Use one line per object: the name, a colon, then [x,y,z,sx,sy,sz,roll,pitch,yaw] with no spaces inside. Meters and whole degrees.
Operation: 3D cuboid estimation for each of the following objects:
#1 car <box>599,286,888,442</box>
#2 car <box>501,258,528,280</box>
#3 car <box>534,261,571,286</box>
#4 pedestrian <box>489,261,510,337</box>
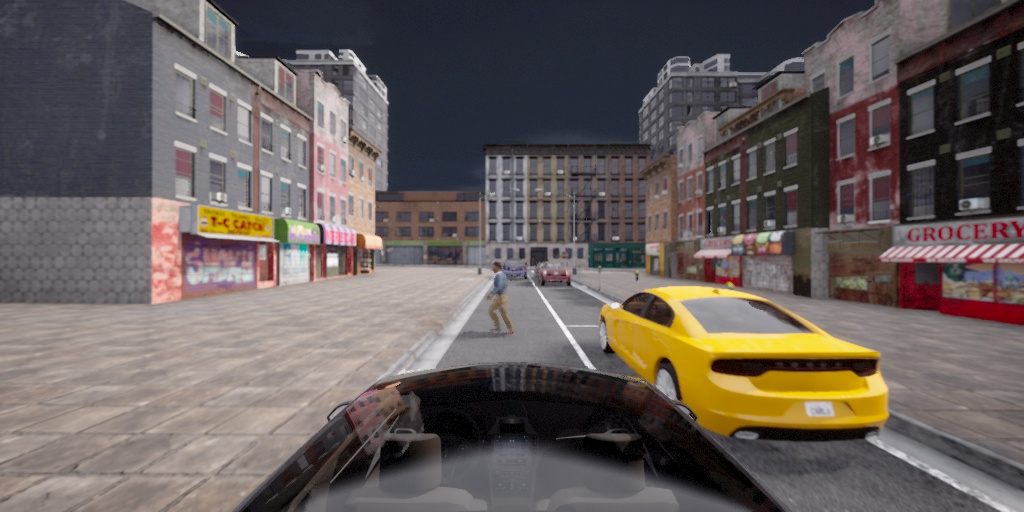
car: [2.763,1.206,5.686,1.882,1.535,5.008,0,0,0]
car: [0.173,0.951,29.384,2.097,1.767,4.553,0,0,0]
car: [2.717,1.068,23.875,1.967,1.591,4.097,0,0,0]
pedestrian: [-0.298,1.004,8.709,0.375,1.860,0.375,0,0,0]
